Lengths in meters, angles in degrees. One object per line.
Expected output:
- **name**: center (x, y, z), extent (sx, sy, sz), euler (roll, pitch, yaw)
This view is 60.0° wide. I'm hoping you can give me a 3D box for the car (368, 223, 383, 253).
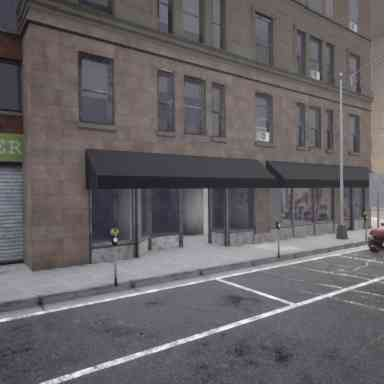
- **car**: center (8.399, 1.542, 12.581), extent (4.507, 1.381, 1.887), euler (0, -1, -36)
